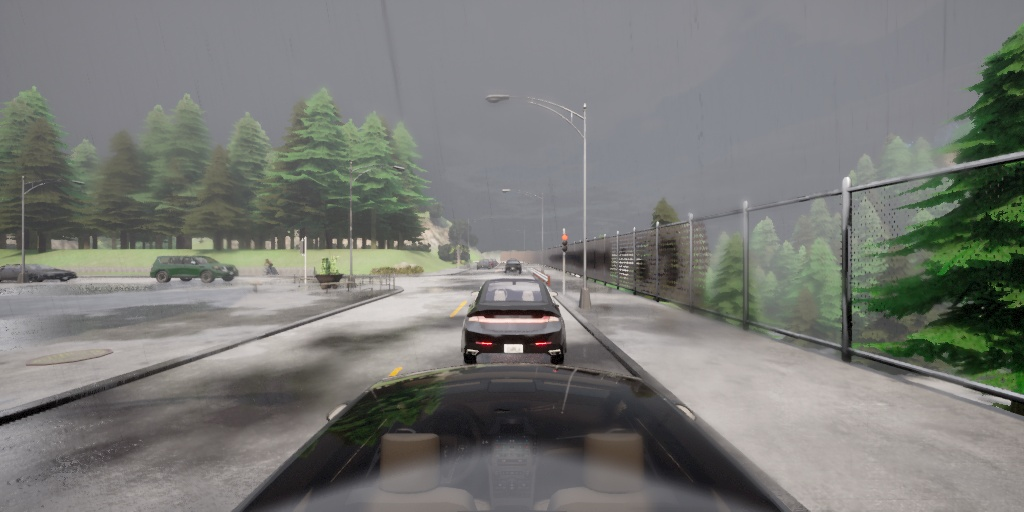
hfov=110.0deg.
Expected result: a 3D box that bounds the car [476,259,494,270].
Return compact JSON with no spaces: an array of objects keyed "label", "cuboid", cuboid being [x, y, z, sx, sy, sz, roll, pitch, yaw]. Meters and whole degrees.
[{"label":"car","cuboid":[-4.089,1.255,52.481,1.837,1.490,4.892,0,0,0]}]

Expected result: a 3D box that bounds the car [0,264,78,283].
[{"label":"car","cuboid":[-36.518,1.297,27.155,5.357,1.411,2.033,0,0,0]}]

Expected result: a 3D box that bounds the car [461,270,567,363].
[{"label":"car","cuboid":[0.047,1.241,8.061,2.128,1.511,4.902,0,0,1]}]

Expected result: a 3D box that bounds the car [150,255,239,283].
[{"label":"car","cuboid":[-23.956,0.971,27.146,5.566,2.045,2.150,0,0,0]}]

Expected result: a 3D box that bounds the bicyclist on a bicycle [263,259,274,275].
[{"label":"bicyclist on a bicycle","cuboid":[-24.152,1.099,35.543,0.582,1.620,1.656,0,0,0]}]

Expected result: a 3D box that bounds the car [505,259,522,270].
[{"label":"car","cuboid":[0.127,1.227,42.995,1.882,1.535,5.008,0,0,0]}]

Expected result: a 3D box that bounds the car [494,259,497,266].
[{"label":"car","cuboid":[-4.062,1.228,62.004,1.882,1.535,5.008,0,0,0]}]
